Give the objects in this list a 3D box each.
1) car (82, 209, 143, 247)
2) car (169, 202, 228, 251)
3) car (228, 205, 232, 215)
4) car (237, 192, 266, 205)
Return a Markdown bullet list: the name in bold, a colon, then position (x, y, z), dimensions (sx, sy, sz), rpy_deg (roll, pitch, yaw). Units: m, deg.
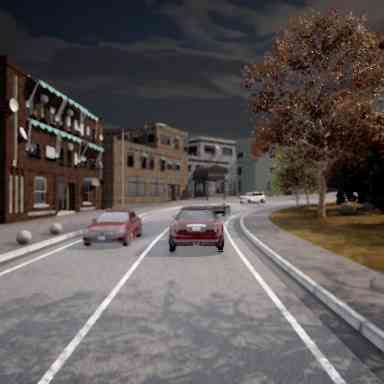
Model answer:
- **car**: position (-3.432, 1.541, 15.239), dimensions (1.812, 1.442, 4.674), rpy_deg (0, 0, 2)
- **car**: position (0.216, 1.365, 14.254), dimensions (2.097, 1.767, 4.553), rpy_deg (0, 0, 1)
- **car**: position (2.591, 1.611, 31.765), dimensions (1.895, 1.301, 4.718), rpy_deg (0, 0, 15)
- **car**: position (10.262, 1.040, 57.137), dimensions (5.566, 2.045, 2.150), rpy_deg (-2, 0, -38)
